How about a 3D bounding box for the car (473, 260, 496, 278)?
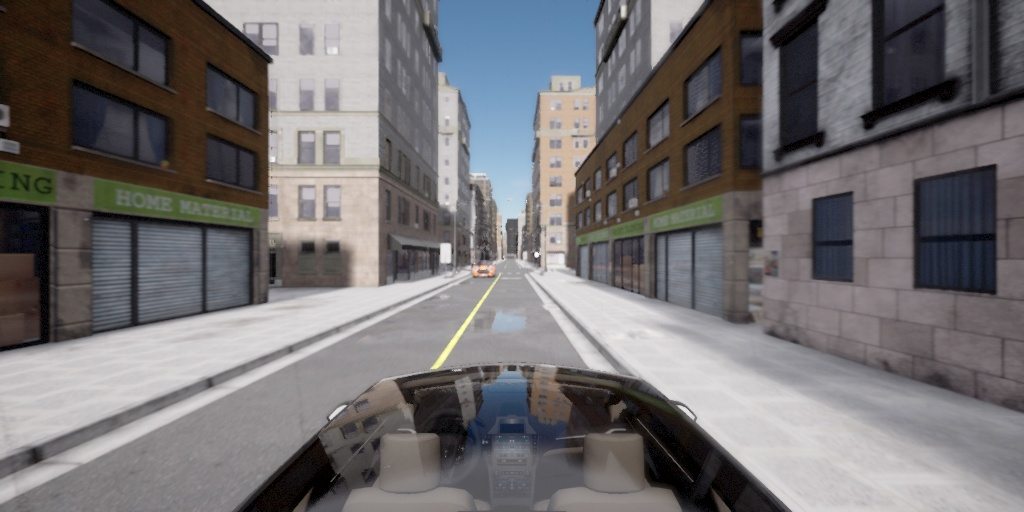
[{"bbox_3d":[-2.739,1.221,36.281,2.097,1.767,4.553,0,0,0],"label":"car"}]
